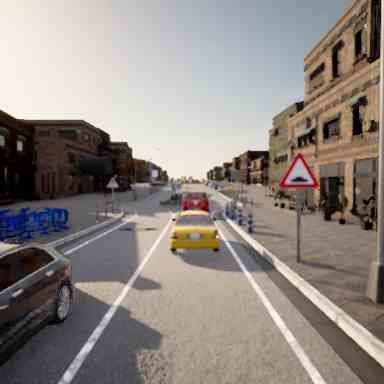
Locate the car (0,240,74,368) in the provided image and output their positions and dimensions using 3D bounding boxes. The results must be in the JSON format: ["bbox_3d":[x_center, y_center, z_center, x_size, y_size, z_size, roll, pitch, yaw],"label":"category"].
[{"bbox_3d":[-3.086,1.494,4.285,1.837,1.490,4.892,0,0,0],"label":"car"}]

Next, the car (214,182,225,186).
[{"bbox_3d":[8.096,-0.871,76.560,4.553,1.767,2.185,0,3,-1],"label":"car"}]

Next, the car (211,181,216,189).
[{"bbox_3d":[8.125,-1.134,79.306,5.566,2.045,2.435,0,3,-1],"label":"car"}]

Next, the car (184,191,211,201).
[{"bbox_3d":[0.461,0.913,29.484,2.150,2.045,5.566,0,1,4],"label":"car"}]

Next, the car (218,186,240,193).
[{"bbox_3d":[8.164,-0.563,73.817,4.674,1.452,2.002,0,3,-1],"label":"car"}]

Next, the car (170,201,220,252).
[{"bbox_3d":[0.097,1.395,13.480,1.801,1.575,5.366,0,1,0],"label":"car"}]

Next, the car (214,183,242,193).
[{"bbox_3d":[8.007,-0.460,71.059,5.366,1.575,1.946,0,3,-1],"label":"car"}]
